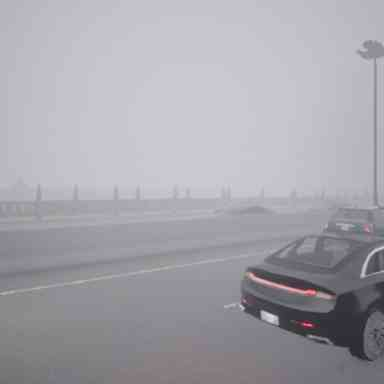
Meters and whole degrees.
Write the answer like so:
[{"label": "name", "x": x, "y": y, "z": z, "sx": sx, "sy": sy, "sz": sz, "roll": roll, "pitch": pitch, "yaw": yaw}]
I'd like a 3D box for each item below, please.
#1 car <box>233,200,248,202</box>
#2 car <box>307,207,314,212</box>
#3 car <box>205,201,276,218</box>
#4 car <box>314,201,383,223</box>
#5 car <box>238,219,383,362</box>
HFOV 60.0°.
[{"label": "car", "x": 4.124, "y": 1.451, "z": 28.434, "sx": 5.008, "sy": 1.535, "sz": 1.882, "roll": 0, "pitch": 0, "yaw": -35}, {"label": "car", "x": 12.721, "y": 1.511, "z": 30.262, "sx": 5.357, "sy": 1.411, "sz": 2.033, "roll": 0, "pitch": 0, "yaw": -35}, {"label": "car", "x": 2.778, "y": 1.487, "z": 18.873, "sx": 4.892, "sy": 1.490, "sz": 1.837, "roll": 0, "pitch": 0, "yaw": -35}, {"label": "car", "x": 7.228, "y": 1.334, "z": 13.204, "sx": 4.553, "sy": 1.767, "sz": 2.097, "roll": 0, "pitch": 0, "yaw": -36}, {"label": "car", "x": 3.022, "y": 1.484, "z": 5.903, "sx": 4.902, "sy": 1.511, "sz": 2.128, "roll": 0, "pitch": 0, "yaw": -35}]
